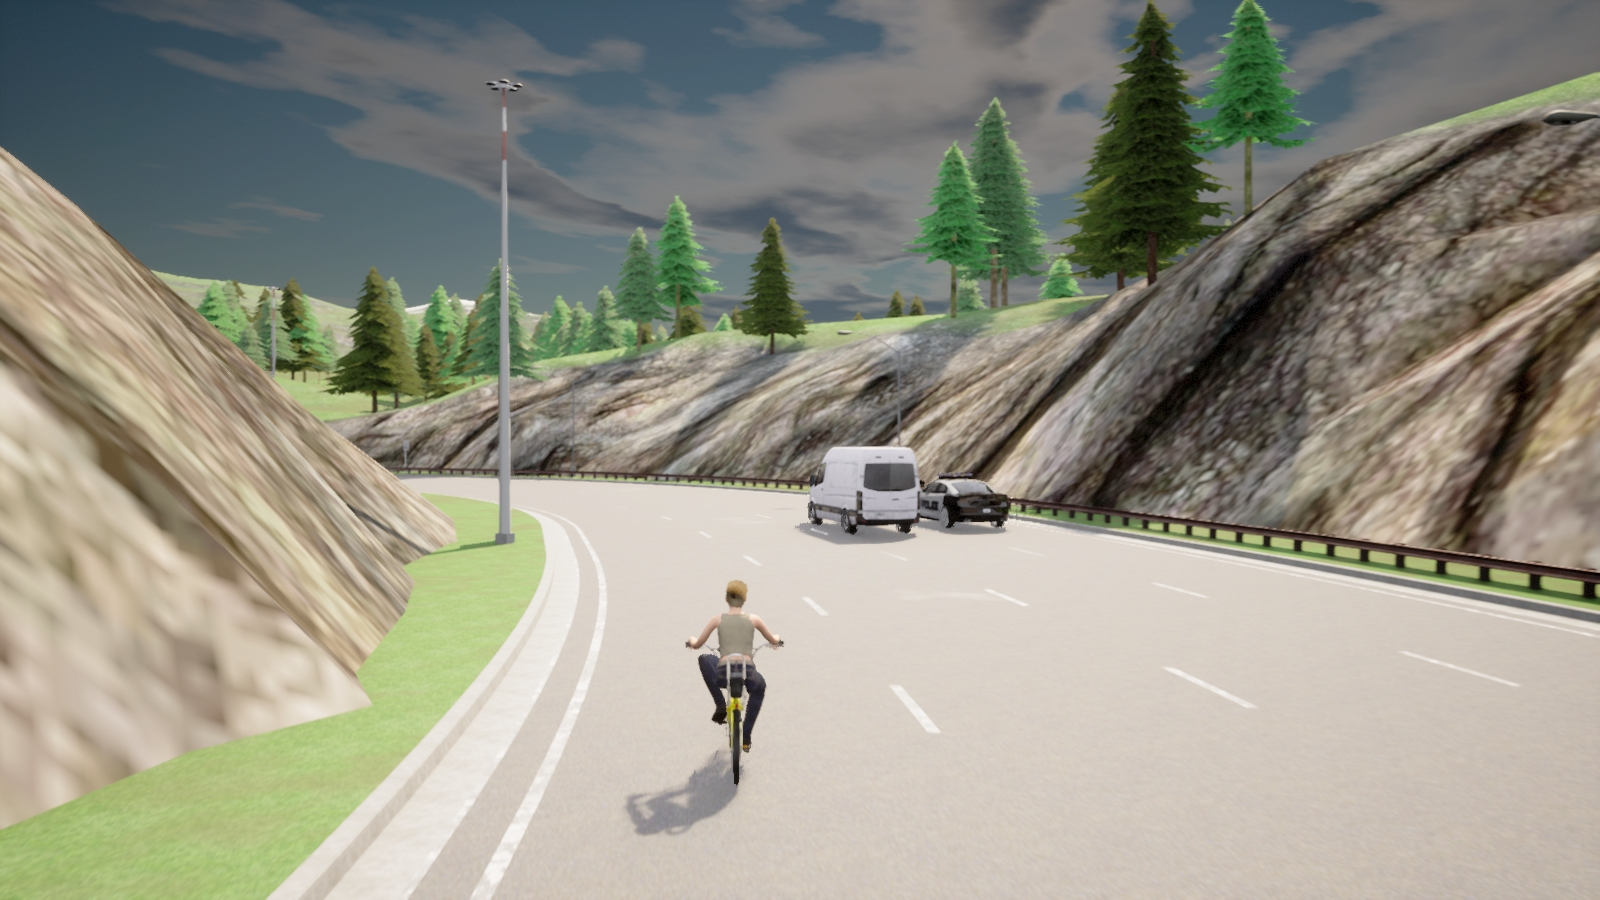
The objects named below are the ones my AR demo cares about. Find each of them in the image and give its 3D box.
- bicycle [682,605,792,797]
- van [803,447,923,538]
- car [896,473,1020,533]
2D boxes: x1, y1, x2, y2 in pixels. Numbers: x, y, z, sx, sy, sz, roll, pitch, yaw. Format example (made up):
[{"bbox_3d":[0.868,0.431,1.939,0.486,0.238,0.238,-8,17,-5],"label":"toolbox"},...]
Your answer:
[{"bbox_3d":[-0.547,2.056,9.662,0.859,1.276,1.487,0,0,-4],"label":"bicycle"},{"bbox_3d":[1.832,1.197,35.580,1.988,2.561,5.915,0,0,-15],"label":"van"},{"bbox_3d":[4.979,1.633,36.954,2.097,1.638,5.238,0,1,-15],"label":"car"}]
